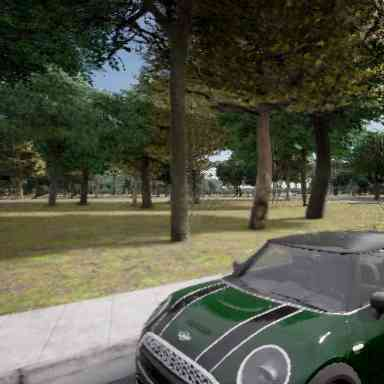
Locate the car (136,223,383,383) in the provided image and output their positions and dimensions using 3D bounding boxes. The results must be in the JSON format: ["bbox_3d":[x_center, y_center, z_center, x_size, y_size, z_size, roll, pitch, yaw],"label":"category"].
[{"bbox_3d":[1.602,1.351,4.198,4.553,1.767,2.097,0,0,-35],"label":"car"}]
